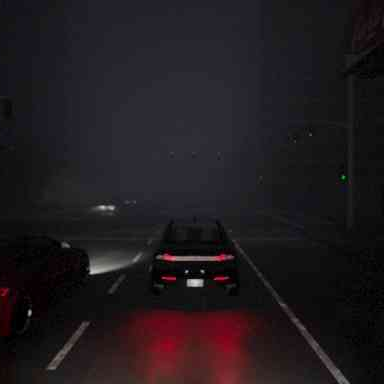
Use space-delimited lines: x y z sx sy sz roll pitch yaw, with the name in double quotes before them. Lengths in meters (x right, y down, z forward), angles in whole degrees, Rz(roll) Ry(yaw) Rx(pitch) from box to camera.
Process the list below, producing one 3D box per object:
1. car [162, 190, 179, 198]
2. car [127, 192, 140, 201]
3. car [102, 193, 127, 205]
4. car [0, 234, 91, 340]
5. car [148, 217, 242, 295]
"car" -4.599 0.427 70.568 2.097 1.767 4.553 0 1 -27
"car" -10.522 0.780 60.117 2.033 1.411 5.357 0 1 0
"car" -10.589 0.925 44.361 2.128 1.511 4.902 0 1 0
"car" -3.442 1.481 6.391 1.994 1.385 4.181 0 1 0
"car" 0.068 1.383 8.366 2.128 1.511 4.902 0 1 0
